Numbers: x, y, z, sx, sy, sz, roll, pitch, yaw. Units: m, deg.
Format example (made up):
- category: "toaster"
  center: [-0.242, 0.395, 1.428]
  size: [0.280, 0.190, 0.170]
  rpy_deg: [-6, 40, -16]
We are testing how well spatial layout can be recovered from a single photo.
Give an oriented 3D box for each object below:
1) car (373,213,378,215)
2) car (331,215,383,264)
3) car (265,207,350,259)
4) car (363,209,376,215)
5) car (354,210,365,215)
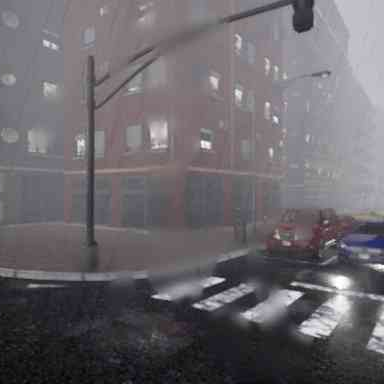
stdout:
- category: "car"
  center: [12.772, 2.067, 20.707]
  size: [1.895, 1.301, 4.718]
  rpy_deg: [0, -1, 35]
- category: "car"
  center: [6.802, 1.805, 12.308]
  size: [1.812, 1.442, 4.674]
  rpy_deg: [0, -1, 37]
- category: "car"
  center: [4.865, 1.587, 14.052]
  size: [2.192, 1.841, 5.009]
  rpy_deg: [-1, -2, 35]
- category: "car"
  center: [14.642, 2.103, 27.852]
  size: [1.752, 1.417, 4.829]
  rpy_deg: [-1, -2, 35]
- category: "car"
  center: [8.156, 1.919, 18.694]
  size: [1.887, 1.381, 4.507]
  rpy_deg: [-1, -2, 35]
